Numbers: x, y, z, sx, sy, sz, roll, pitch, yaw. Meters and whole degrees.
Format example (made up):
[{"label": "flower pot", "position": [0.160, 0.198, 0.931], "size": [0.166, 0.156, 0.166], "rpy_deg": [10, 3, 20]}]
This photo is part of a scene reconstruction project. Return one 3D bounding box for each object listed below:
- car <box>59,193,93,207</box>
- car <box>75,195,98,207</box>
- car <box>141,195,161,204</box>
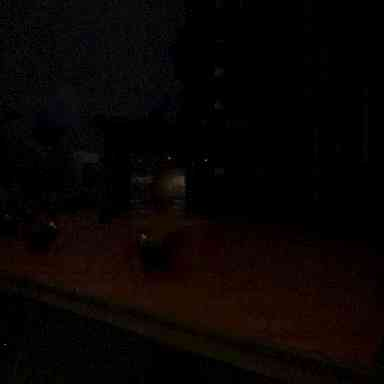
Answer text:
[{"label": "car", "position": [-17.641, 1.237, 51.600], "size": [2.150, 2.045, 5.566], "rpy_deg": [0, 0, 38]}, {"label": "car", "position": [-14.429, 1.544, 49.307], "size": [1.812, 1.442, 4.674], "rpy_deg": [0, 0, 30]}, {"label": "car", "position": [-7.985, 1.395, 65.527], "size": [2.097, 1.767, 4.553], "rpy_deg": [0, 0, 34]}]
